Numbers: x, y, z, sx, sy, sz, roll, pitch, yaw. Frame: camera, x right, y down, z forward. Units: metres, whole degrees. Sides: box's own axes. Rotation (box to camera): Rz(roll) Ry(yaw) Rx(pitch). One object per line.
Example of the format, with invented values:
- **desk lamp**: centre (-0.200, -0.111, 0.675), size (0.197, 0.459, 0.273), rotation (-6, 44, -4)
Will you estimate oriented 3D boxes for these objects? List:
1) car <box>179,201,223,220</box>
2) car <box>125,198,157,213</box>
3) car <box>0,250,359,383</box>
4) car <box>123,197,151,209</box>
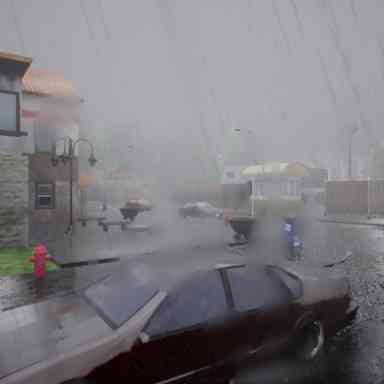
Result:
- **car**: centre (0.639, 1.526, 27.975), size (1.812, 1.442, 4.674), rotation (0, 0, -36)
- **car**: centre (-5.669, 1.478, 36.862), size (1.882, 1.535, 5.008), rotation (0, 1, -35)
- **car**: centre (-0.077, 1.547, 4.335), size (5.357, 1.411, 2.033), rotation (0, 0, -32)
- **car**: centre (-7.727, 1.526, 46.754), size (1.812, 1.442, 4.674), rotation (0, 0, -39)
